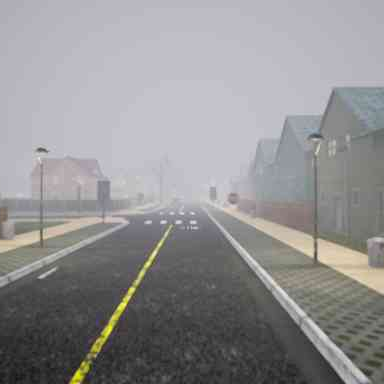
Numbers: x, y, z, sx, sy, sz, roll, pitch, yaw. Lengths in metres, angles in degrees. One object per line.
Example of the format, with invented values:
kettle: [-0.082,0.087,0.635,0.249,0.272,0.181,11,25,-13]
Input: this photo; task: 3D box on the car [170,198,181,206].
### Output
car: [-2.980,1.829,62.186,1.812,1.442,4.674,0,0,0]
